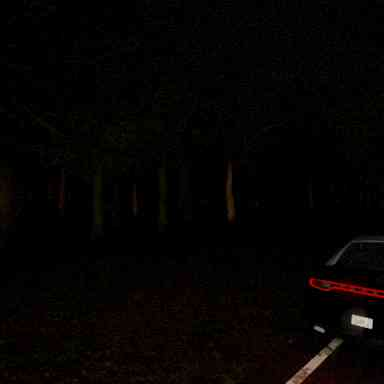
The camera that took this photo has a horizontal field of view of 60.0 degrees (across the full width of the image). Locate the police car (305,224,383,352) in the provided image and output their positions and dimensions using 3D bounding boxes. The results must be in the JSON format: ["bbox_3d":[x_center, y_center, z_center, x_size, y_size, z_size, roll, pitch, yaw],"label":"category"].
[{"bbox_3d":[3.893,1.424,6.082,1.930,1.638,5.238,0,0,43],"label":"police car"}]
